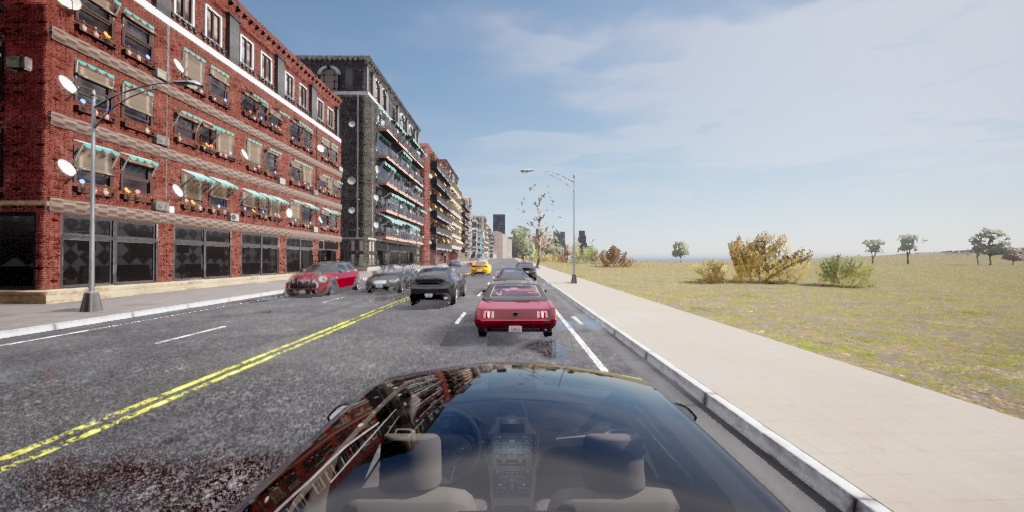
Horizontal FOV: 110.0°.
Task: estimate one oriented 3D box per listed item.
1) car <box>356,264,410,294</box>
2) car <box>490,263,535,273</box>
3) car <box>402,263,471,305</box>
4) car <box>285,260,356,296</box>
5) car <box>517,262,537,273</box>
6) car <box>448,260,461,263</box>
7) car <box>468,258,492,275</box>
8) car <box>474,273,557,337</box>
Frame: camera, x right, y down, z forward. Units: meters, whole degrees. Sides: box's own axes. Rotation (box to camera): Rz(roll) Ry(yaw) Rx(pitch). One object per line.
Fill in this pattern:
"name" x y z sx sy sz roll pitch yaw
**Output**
"car" -6.656 1.244 20.410 2.128 1.511 4.902 0 0 0
"car" 0.037 1.317 20.312 1.994 1.385 4.181 0 0 0
"car" -3.193 1.256 16.144 1.837 1.490 4.892 0 0 0
"car" -9.902 1.105 19.160 2.097 1.767 4.553 0 0 0
"car" 1.053 1.259 30.306 1.837 1.490 4.892 0 0 0
"car" -9.995 1.316 62.196 1.994 1.385 4.181 0 0 0
"car" -3.258 1.231 38.487 1.882 1.535 5.008 0 0 0
"car" 0.076 1.352 10.282 1.895 1.301 4.718 0 0 0
